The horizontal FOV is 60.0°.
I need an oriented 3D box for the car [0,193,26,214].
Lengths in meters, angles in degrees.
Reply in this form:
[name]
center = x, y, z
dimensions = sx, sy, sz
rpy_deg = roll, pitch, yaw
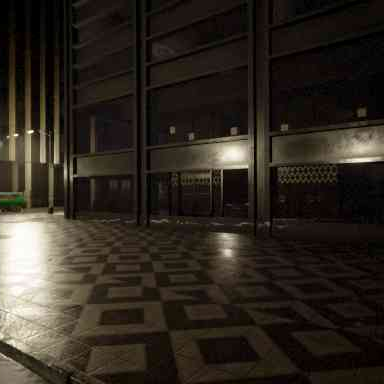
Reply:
[car]
center = -18.618, 1.104, 31.293
dimensions = 2.150, 2.045, 5.566
rpy_deg = 0, 0, 35
